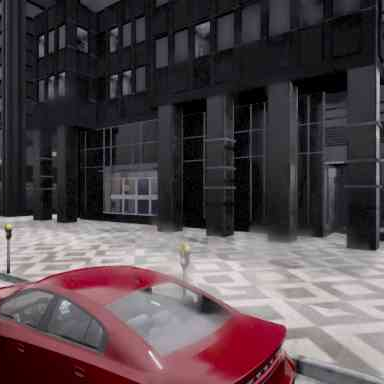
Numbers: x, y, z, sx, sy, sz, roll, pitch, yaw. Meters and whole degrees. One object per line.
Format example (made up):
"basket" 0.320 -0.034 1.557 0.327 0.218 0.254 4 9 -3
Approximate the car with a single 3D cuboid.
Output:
"car" -1.167 1.545 3.798 4.507 1.381 1.887 0 0 36
